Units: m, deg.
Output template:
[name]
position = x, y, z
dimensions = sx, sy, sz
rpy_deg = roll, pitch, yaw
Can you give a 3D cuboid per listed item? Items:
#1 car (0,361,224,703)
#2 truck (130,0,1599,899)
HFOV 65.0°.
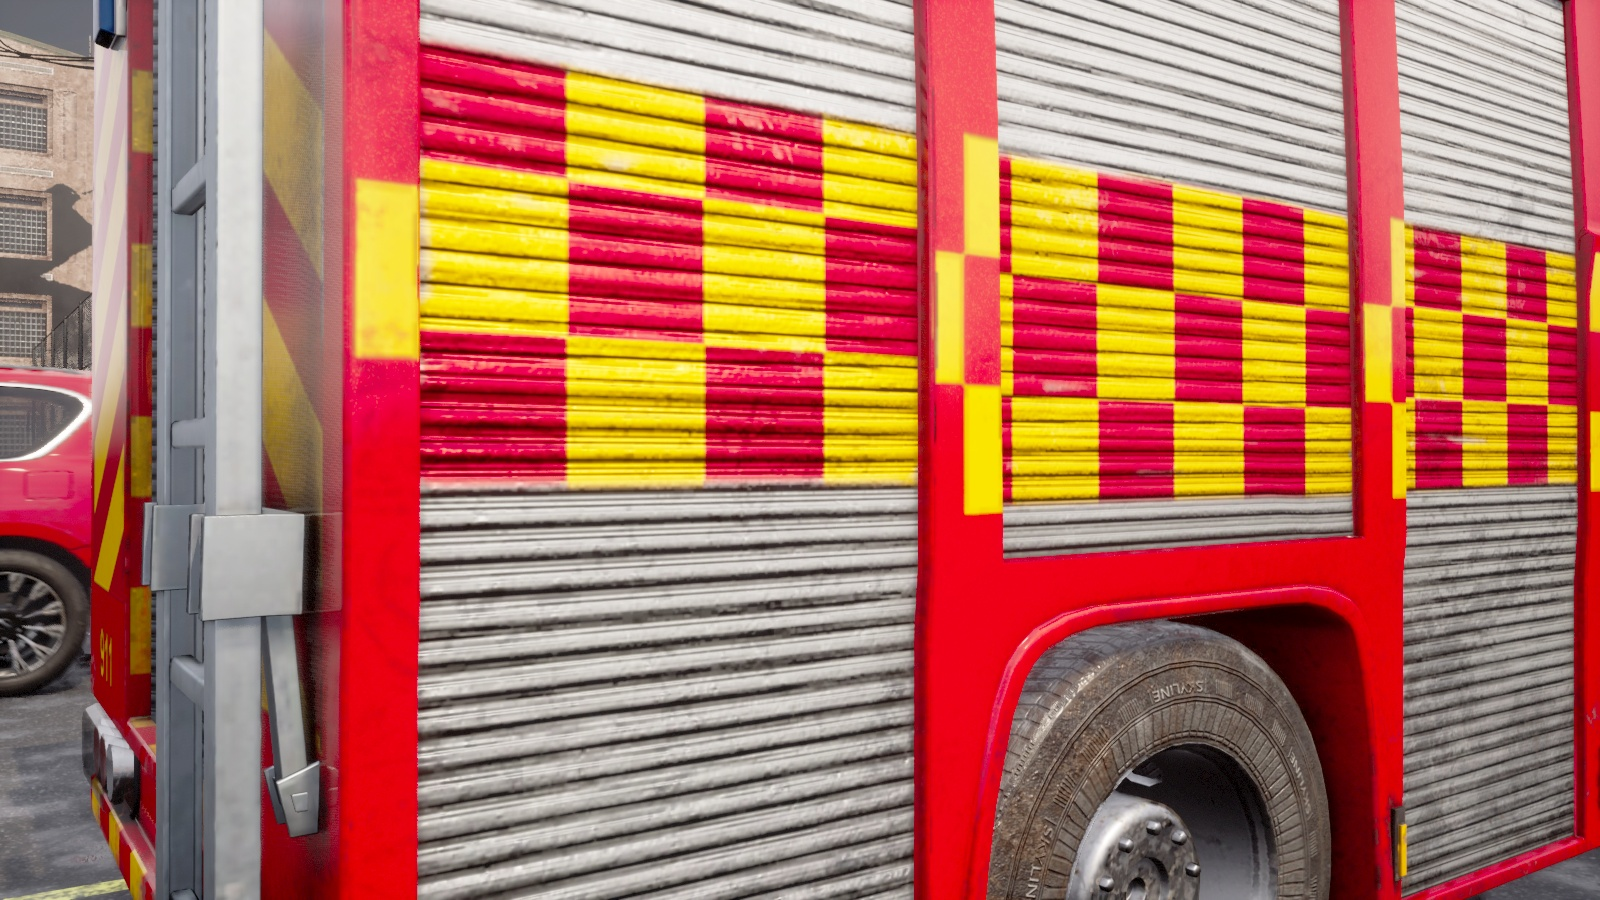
[car]
position = -6.672, 0.496, 7.558
dimensions = 5.566, 2.045, 2.150
rpy_deg = 0, 0, -33
[truck]
position = 2.187, -0.412, 5.195
dimensions = 8.468, 3.827, 2.891
rpy_deg = 0, 0, -35
